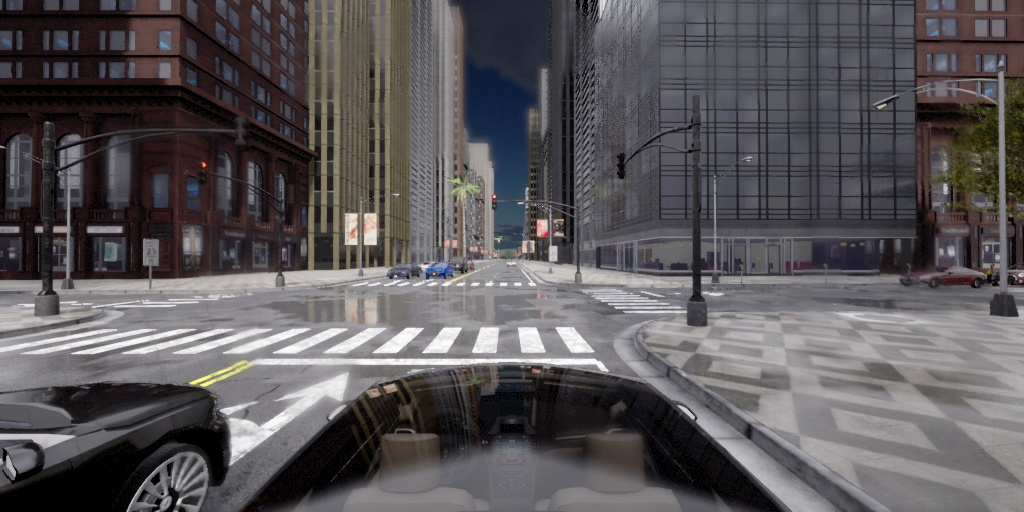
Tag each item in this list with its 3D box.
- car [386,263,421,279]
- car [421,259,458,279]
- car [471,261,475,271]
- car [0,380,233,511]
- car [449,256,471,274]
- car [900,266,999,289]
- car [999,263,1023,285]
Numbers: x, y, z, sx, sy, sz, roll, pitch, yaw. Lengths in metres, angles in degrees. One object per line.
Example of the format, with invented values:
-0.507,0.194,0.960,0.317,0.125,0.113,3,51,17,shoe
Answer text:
-9.878,1.360,33.493,2.033,1.411,5.357,0,0,3,car
-6.658,1.290,33.525,1.882,1.535,5.008,0,0,2,car
-6.681,1.410,53.923,1.812,1.442,4.674,0,0,0,car
-3.137,1.241,0.886,2.128,1.511,4.902,0,0,-1,car
-6.678,1.066,43.633,2.150,2.045,5.566,0,0,0,car
26.426,1.275,21.987,4.207,1.307,1.802,0,0,-1,car
32.064,1.117,22.086,4.097,1.591,1.967,0,0,-1,car
